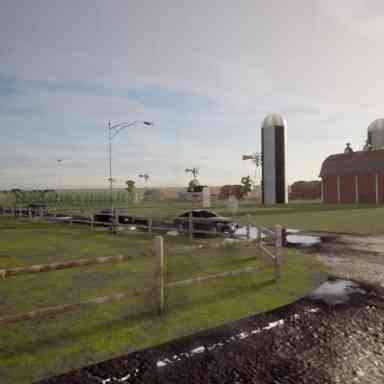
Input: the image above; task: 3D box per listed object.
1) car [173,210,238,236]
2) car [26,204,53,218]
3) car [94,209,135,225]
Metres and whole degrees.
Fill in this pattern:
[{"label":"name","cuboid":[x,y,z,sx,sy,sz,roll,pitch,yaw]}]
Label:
[{"label":"car","cuboid":[0.742,1.876,21.054,4.674,1.442,1.812,-2,0,45]},{"label":"car","cuboid":[-19.573,2.315,42.650,2.097,1.767,4.553,-1,0,-41]},{"label":"car","cuboid":[-6.757,2.134,28.709,1.994,1.385,4.181,-1,0,-44]}]
